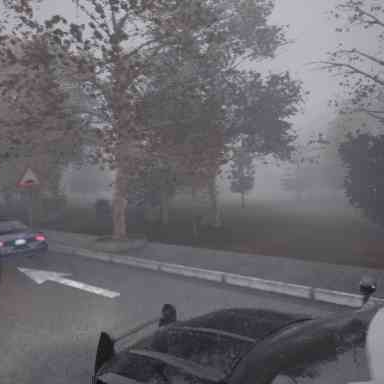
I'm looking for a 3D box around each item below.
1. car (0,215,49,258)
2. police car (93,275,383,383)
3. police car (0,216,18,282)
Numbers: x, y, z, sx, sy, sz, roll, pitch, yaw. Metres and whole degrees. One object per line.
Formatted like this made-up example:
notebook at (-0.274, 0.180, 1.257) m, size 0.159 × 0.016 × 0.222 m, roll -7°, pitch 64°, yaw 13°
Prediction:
car at (-6.917, 1.510, 11.138) m, size 5.357 × 1.411 × 2.033 m, roll -1°, pitch 2°, yaw 38°
police car at (1.384, 1.365, 1.823) m, size 5.238 × 1.638 × 1.930 m, roll -1°, pitch 2°, yaw 38°
police car at (-6.483, 1.468, 7.996) m, size 5.238 × 1.638 × 1.930 m, roll -1°, pitch 2°, yaw 38°
